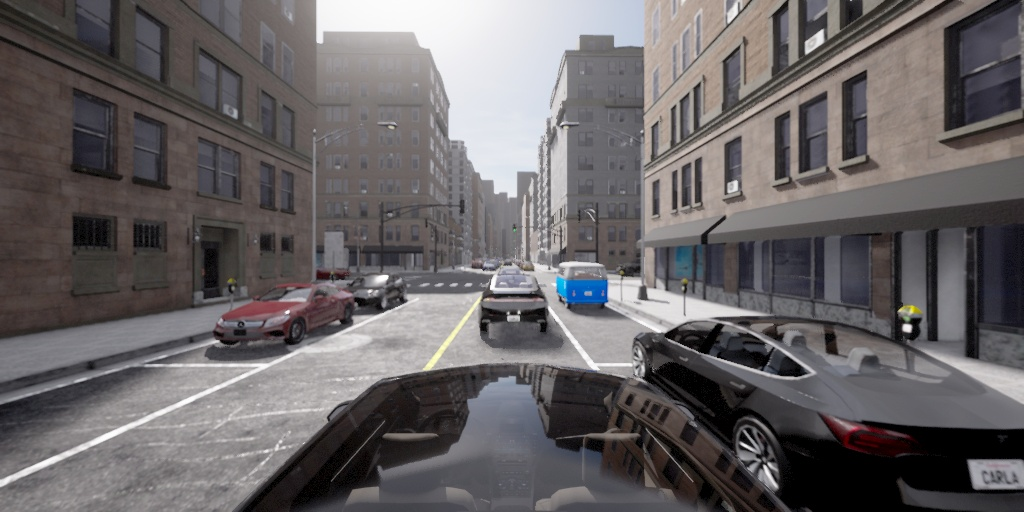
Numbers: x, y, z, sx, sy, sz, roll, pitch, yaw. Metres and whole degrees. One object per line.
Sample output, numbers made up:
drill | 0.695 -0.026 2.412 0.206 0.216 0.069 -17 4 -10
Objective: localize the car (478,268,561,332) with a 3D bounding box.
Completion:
car | 0.048 1.292 11.042 2.128 1.511 4.902 0 0 0

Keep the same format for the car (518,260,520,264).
car | 2.399 1.488 59.789 1.967 1.591 4.097 0 0 -1

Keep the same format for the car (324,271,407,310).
car | -5.708 1.386 15.040 1.948 1.339 4.313 0 0 0

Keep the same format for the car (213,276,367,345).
car | -5.691 1.373 9.589 1.802 1.307 4.207 0 0 0

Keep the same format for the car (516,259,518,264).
car | 2.307 1.624 65.314 2.007 1.370 4.403 0 0 -1

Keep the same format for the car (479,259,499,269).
car | -3.467 1.570 54.592 2.033 1.411 5.357 0 0 -1

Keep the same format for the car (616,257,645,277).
car | 14.067 1.159 38.497 5.566 2.045 2.150 0 0 -1

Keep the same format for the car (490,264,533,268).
car | -0.099 1.403 21.661 2.033 1.411 5.357 0 0 -1

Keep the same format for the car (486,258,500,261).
car | -3.594 1.574 64.291 1.837 1.490 4.892 0 0 -1

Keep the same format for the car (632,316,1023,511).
car | 2.850 1.329 4.178 1.948 1.339 4.313 0 0 0

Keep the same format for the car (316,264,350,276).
car | -16.689 1.497 31.334 4.718 1.301 1.895 0 0 -1

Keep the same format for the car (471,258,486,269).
car | -6.217 1.388 65.172 2.192 1.841 5.009 0 0 -1

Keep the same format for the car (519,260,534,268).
car | 2.489 1.546 54.434 1.751 1.417 4.829 0 0 -1

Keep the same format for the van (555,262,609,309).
van | 2.817 1.161 15.076 1.690 1.789 3.998 0 0 0
